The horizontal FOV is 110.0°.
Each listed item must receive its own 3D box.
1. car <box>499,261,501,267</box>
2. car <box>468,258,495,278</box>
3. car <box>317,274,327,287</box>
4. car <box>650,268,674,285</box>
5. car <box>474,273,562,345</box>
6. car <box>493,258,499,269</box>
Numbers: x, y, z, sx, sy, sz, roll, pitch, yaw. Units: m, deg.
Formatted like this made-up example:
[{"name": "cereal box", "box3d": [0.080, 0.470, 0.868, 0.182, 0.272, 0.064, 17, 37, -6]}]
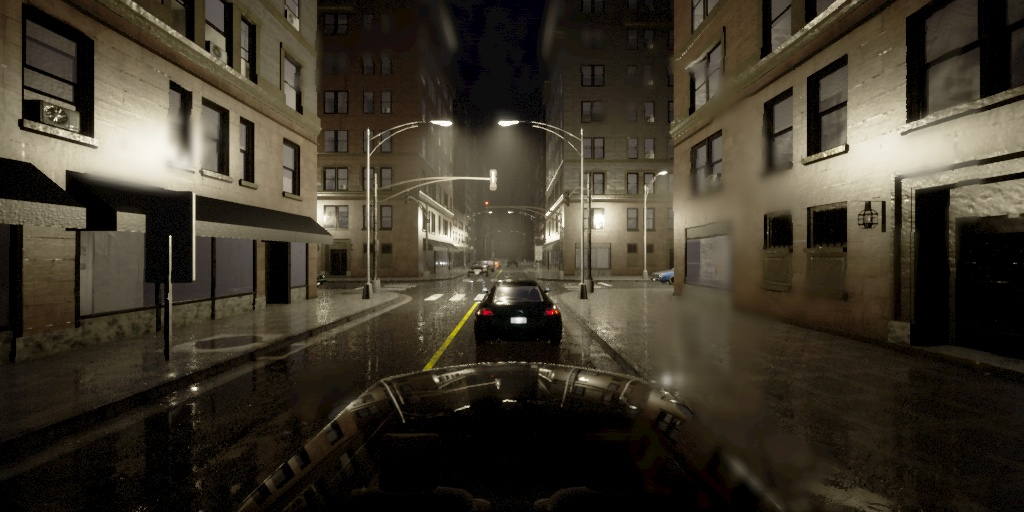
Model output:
[{"name": "car", "box3d": [-3.060, 1.093, 55.673, 2.097, 1.767, 4.553, 0, 0, 0]}, {"name": "car", "box3d": [-3.079, 1.241, 34.082, 2.128, 1.511, 4.902, 0, 0, 0]}, {"name": "car", "box3d": [-14.016, 1.387, 21.877, 4.718, 1.301, 1.895, 0, 0, 0]}, {"name": "car", "box3d": [12.626, 1.261, 25.150, 5.357, 1.411, 2.033, 0, 0, 0]}, {"name": "car", "box3d": [0.118, 1.314, 9.497, 1.994, 1.385, 4.181, 0, 0, -1]}, {"name": "car", "box3d": [-3.077, 1.294, 45.322, 2.033, 1.411, 5.357, 0, 0, 0]}]
